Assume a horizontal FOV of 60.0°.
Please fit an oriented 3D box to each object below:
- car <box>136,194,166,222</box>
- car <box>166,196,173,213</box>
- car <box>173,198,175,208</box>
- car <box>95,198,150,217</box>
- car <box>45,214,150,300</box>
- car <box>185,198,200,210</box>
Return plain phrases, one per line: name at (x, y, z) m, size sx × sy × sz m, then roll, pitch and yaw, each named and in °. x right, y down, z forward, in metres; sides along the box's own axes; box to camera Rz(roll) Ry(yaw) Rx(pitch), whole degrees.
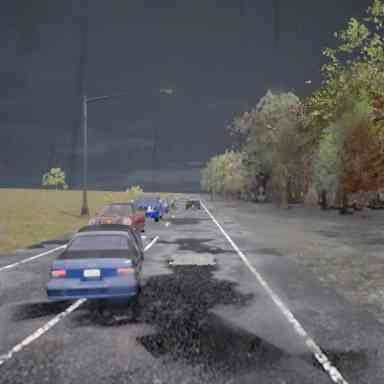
car at (-3.565, 1.225, 26.561) m, size 2.150 × 2.045 × 5.566 m, roll 0°, pitch 0°, yaw -1°
car at (-3.540, 1.354, 36.669) m, size 2.097 × 1.767 × 4.553 m, roll 0°, pitch 0°, yaw 0°
car at (-3.520, 1.351, 47.518) m, size 2.097 × 1.767 × 4.553 m, roll 0°, pitch 0°, yaw 0°
car at (-3.646, 1.355, 16.726) m, size 2.097 × 1.767 × 4.553 m, roll 0°, pitch 0°, yaw 1°
car at (-2.216, 1.549, 8.646) m, size 2.033 × 1.411 × 5.357 m, roll 0°, pitch 0°, yaw -8°
car at (0.136, 1.505, 43.710) m, size 1.837 × 1.490 × 4.892 m, roll 0°, pitch 0°, yaw -1°
